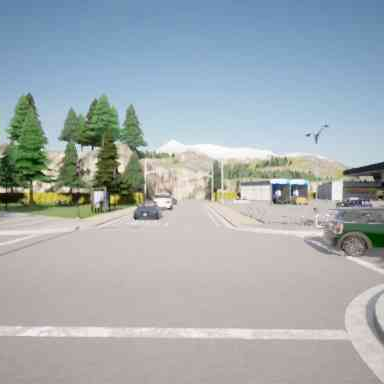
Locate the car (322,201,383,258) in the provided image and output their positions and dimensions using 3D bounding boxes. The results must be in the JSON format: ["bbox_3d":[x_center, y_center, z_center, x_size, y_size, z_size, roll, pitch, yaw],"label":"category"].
[{"bbox_3d":[7.202,1.332,11.957,4.553,1.767,2.097,0,0,8],"label":"car"}]

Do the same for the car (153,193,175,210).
[{"bbox_3d":[-3.624,1.200,41.763,2.150,2.045,5.566,0,0,-1],"label":"car"}]

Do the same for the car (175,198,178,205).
[{"bbox_3d":[-3.524,1.555,57.229,1.994,1.385,4.181,0,0,0],"label":"car"}]

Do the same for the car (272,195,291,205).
[{"bbox_3d":[14.180,1.310,54.460,2.007,1.523,4.514,0,0,0],"label":"car"}]

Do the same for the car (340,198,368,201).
[{"bbox_3d":[13.944,1.358,28.427,1.845,1.501,3.633,0,0,0],"label":"car"}]

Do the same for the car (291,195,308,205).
[{"bbox_3d":[17.318,1.301,54.482,2.152,1.636,5.027,0,0,0],"label":"car"}]

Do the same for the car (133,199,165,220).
[{"bbox_3d":[-3.606,1.548,27.564,1.994,1.385,4.181,0,0,0],"label":"car"}]

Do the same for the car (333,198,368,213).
[{"bbox_3d":[16.994,1.365,35.819,1.970,1.475,3.806,0,0,0],"label":"car"}]
